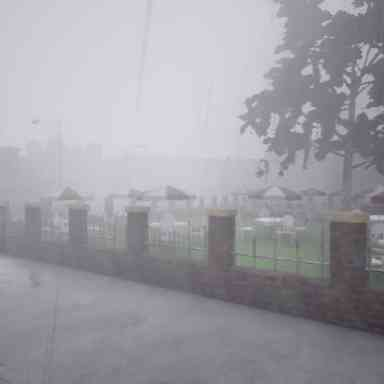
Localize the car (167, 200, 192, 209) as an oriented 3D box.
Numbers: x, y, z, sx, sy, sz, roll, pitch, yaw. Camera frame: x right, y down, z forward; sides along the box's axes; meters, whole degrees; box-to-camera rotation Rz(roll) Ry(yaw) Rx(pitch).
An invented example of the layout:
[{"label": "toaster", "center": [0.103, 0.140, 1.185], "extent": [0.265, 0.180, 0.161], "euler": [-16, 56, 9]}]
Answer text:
[{"label": "car", "center": [-1.824, 1.612, 45.637], "extent": [1.994, 1.385, 4.181], "euler": [0, 0, 38]}]
